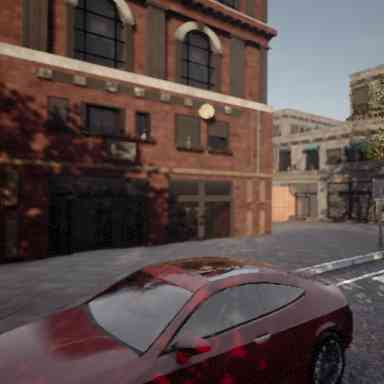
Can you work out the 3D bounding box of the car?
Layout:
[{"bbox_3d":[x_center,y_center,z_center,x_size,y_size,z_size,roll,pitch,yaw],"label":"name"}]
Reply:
[{"bbox_3d":[-0.065,1.527,3.638,4.674,1.442,1.812,0,0,-36],"label":"car"}]
